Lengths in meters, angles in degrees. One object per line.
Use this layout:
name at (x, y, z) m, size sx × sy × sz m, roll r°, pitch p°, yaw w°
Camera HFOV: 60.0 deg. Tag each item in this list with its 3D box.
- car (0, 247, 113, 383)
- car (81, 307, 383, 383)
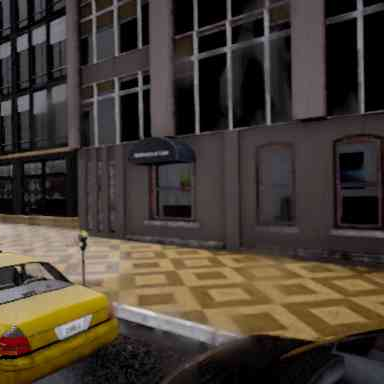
car at (-3.271, 1.476, 4.990) m, size 4.829 × 1.417 × 1.752 m, roll 0°, pitch 0°, yaw 33°
car at (1.625, 1.538, 1.841) m, size 4.313 × 1.339 × 1.947 m, roll 0°, pitch 0°, yaw 33°
